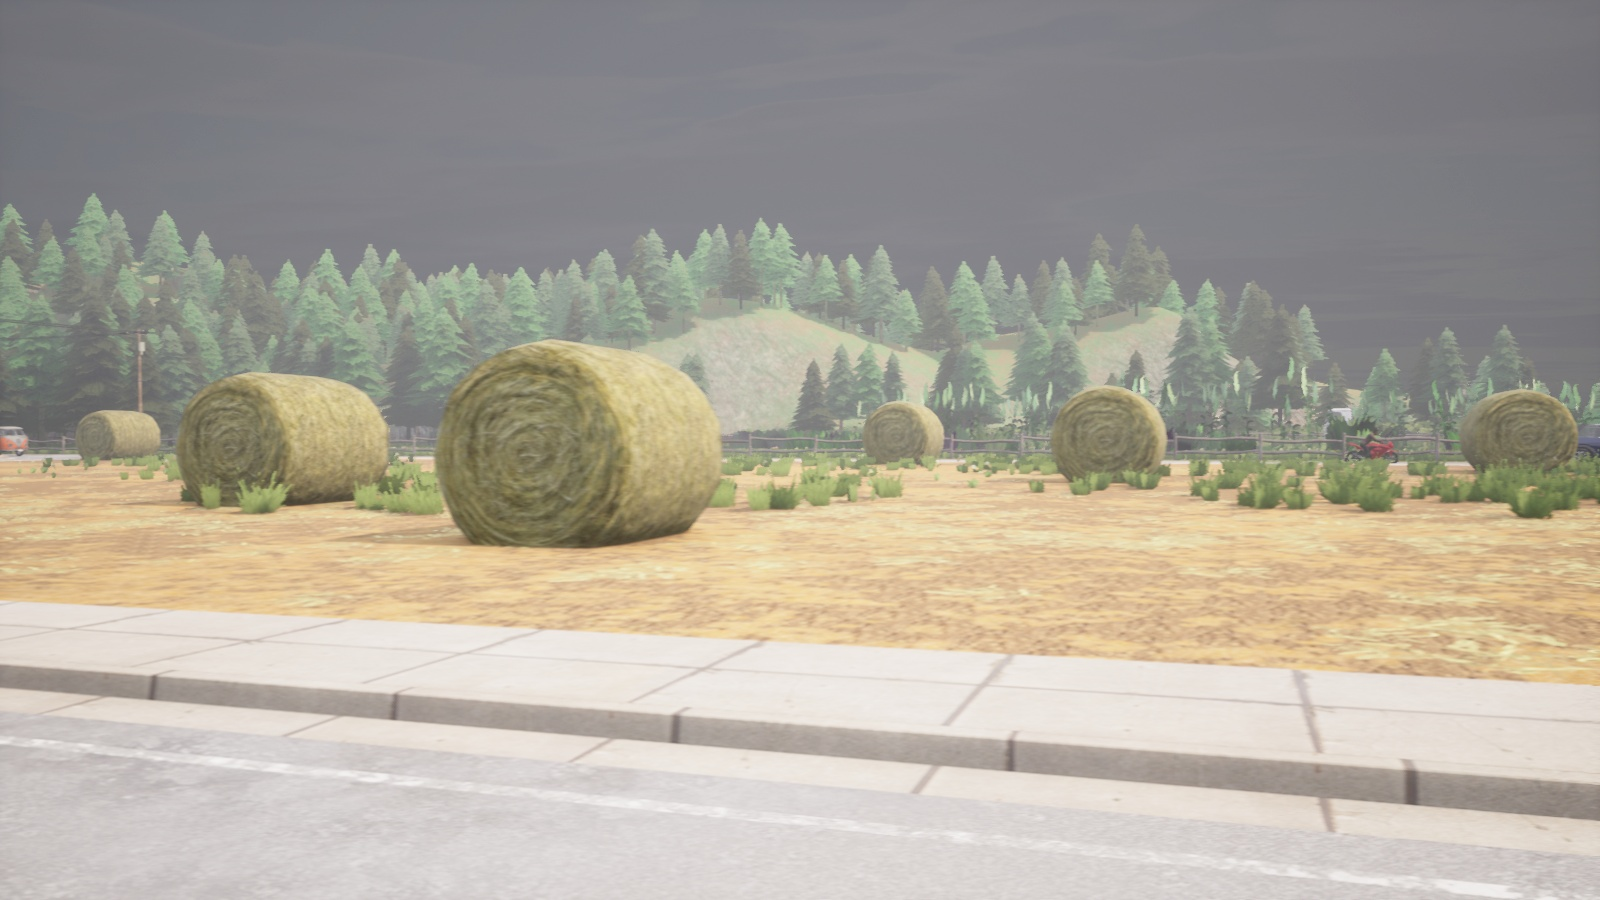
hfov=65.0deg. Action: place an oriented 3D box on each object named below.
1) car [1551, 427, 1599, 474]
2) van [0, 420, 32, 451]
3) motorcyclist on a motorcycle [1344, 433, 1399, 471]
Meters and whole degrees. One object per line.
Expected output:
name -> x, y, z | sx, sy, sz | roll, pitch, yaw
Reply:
car -> 31.758, 0.022, 48.377 | 4.553, 1.767, 2.097 | 1, 1, 23
van -> -53.509, -0.968, 83.551 | 4.442, 1.987, 1.775 | 1, 1, 22
motorcyclist on a motorcycle -> 23.541, 0.060, 51.769 | 2.044, 1.523, 0.797 | 1, 1, 22
